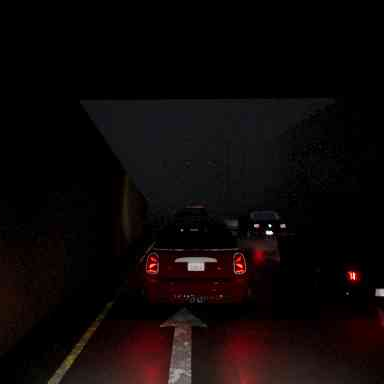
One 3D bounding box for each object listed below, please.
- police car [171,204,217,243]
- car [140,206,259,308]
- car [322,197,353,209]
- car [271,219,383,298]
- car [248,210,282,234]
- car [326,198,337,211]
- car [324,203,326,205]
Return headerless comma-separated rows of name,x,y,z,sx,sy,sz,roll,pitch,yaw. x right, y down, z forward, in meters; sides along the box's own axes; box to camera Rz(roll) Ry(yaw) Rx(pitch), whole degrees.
police car,0.087,1.504,17.180,2.038,1.542,4.974,0,0,0
car,0.079,1.352,8.055,2.097,1.767,4.553,0,0,0
car,17.553,1.295,39.987,1.853,1.218,4.536,0,0,45
car,3.603,1.601,8.471,1.895,1.301,4.718,0,0,0
car,3.591,1.601,17.628,1.895,1.301,4.718,0,0,0
car,17.414,1.453,35.343,2.038,1.542,4.974,0,0,-35
car,17.516,1.453,39.950,2.038,1.542,4.974,0,0,45
